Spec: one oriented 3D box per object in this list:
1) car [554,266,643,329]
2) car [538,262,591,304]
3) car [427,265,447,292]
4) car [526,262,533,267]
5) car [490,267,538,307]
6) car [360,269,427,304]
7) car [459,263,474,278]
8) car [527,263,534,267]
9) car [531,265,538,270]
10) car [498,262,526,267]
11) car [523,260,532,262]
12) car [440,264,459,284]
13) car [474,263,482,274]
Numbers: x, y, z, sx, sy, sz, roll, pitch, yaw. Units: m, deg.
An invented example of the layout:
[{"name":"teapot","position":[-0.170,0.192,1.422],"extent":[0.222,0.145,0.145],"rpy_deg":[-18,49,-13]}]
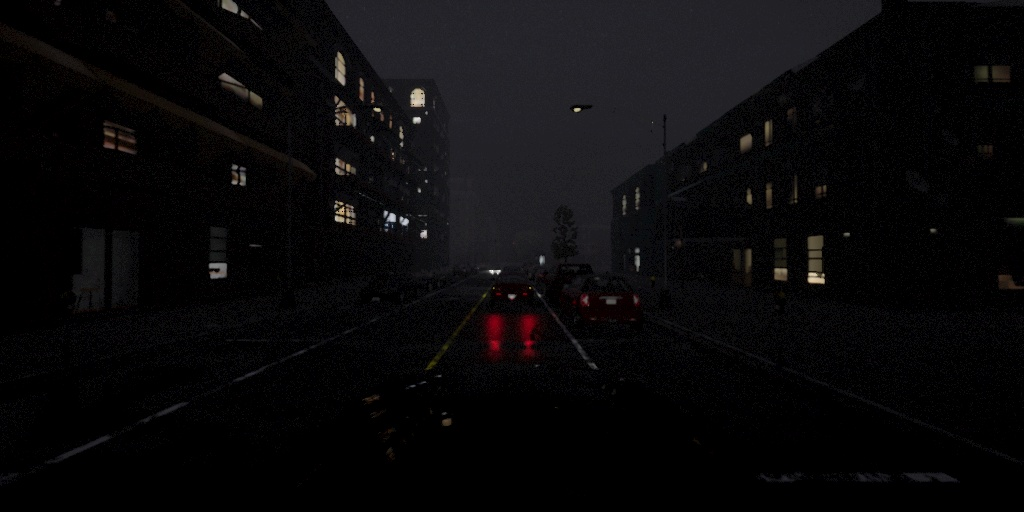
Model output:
[{"name":"car","position":[2.687,1.282,11.641],"extent":[1.967,1.591,4.097],"rpy_deg":[0,0,0]},{"name":"car","position":[2.685,1.208,17.181],"extent":[2.192,1.841,5.009],"rpy_deg":[0,0,0]},{"name":"car","position":[-5.697,1.497,22.716],"extent":[2.007,1.370,4.403],"rpy_deg":[0,0,0]},{"name":"car","position":[2.678,1.668,39.333],"extent":[2.007,1.370,4.403],"rpy_deg":[0,0,0]},{"name":"car","position":[-0.001,1.410,16.239],"extent":[1.812,1.442,4.674],"rpy_deg":[0,0,0]},{"name":"car","position":[-5.695,1.459,17.178],"extent":[1.948,1.339,4.313],"rpy_deg":[0,0,0]},{"name":"car","position":[-5.703,1.557,39.330],"extent":[1.967,1.591,4.097],"rpy_deg":[0,0,0]},{"name":"car","position":[2.680,1.624,33.795],"extent":[1.948,1.339,4.313],"rpy_deg":[0,0,0]},{"name":"car","position":[2.682,1.583,28.256],"extent":[1.802,1.307,4.207],"rpy_deg":[0,0,0]},{"name":"car","position":[-0.005,1.511,31.328],"extent":[1.882,1.535,5.008],"rpy_deg":[0,0,0]},{"name":"car","position":[2.673,1.819,56.121],"extent":[1.751,1.417,4.829],"rpy_deg":[0,0,0]},{"name":"car","position":[-5.699,1.552,28.254],"extent":[2.007,1.370,4.403],"rpy_deg":[0,0,0]},{"name":"car","position":[-5.706,1.675,50.409],"extent":[1.967,1.591,4.097],"rpy_deg":[0,0,0]}]
